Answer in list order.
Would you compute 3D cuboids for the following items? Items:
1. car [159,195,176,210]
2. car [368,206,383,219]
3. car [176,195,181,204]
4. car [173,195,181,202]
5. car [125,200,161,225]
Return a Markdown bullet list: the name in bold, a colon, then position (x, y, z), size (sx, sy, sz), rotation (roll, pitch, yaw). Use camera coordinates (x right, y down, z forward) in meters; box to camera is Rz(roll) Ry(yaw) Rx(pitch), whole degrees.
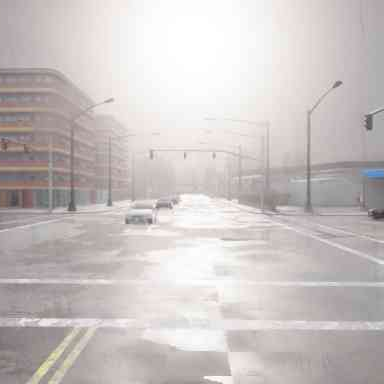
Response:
- **car**: position (-3.562, 1.477, 44.137), size (1.882, 1.535, 5.008), rotation (0, 0, 0)
- **car**: position (16.630, 1.505, 26.469), size (4.892, 1.490, 1.837), rotation (0, 0, 0)
- **car**: position (-3.510, 1.601, 61.678), size (1.895, 1.301, 4.718), rotation (0, 0, 0)
- **car**: position (-3.434, 1.519, 76.903), size (1.812, 1.442, 4.674), rotation (0, 0, 0)
- **car**: position (-3.576, 1.494, 23.950), size (1.812, 1.442, 4.674), rotation (0, 0, 0)
